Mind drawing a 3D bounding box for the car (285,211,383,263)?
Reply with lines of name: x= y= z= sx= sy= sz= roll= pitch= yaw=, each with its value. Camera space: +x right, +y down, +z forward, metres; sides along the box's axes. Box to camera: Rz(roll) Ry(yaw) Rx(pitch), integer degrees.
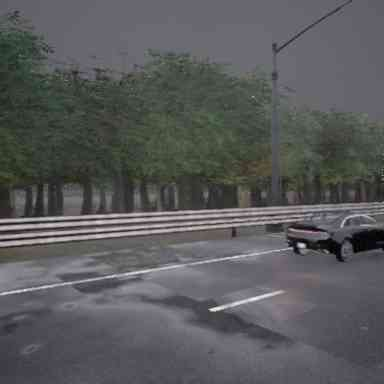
car: x=5.429 y=1.450 z=11.838 sx=4.902 sy=1.511 sz=2.128 roll=0 pitch=0 yaw=-35
